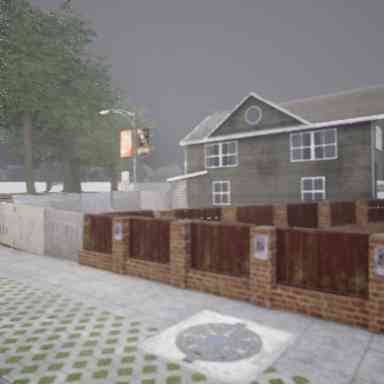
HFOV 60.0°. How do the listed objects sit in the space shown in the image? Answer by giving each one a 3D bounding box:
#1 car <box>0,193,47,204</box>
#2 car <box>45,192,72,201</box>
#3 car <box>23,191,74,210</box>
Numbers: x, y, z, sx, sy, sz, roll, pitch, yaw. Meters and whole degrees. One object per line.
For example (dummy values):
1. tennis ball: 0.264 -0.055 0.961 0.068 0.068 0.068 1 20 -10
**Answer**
1. car: -12.860 1.063 22.764 1.812 1.442 4.674 -2 0 37
2. car: -12.860 0.916 33.635 1.882 1.535 5.008 -1 1 37
3. car: -15.340 0.844 35.746 2.097 1.767 4.553 -1 1 37
